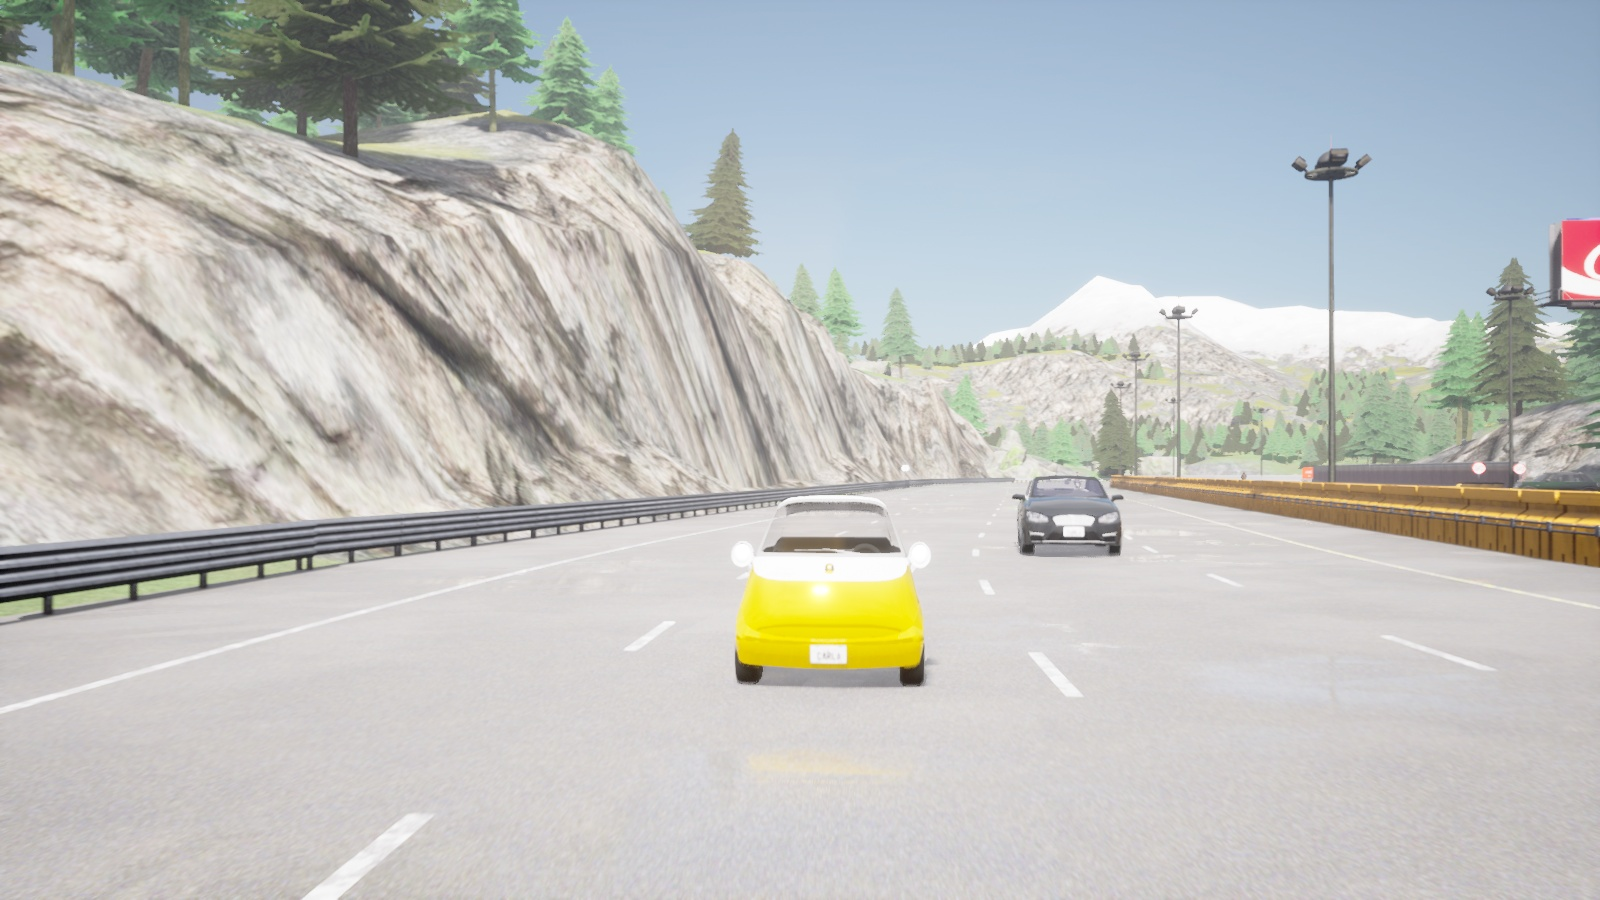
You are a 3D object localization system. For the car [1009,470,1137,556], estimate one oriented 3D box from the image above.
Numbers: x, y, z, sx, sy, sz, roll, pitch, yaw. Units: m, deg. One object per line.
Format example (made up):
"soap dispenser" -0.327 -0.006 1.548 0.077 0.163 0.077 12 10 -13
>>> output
"car" 5.259 1.165 24.793 2.128 1.511 4.902 0 -1 8

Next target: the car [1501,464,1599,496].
"car" 42.216 1.690 70.680 4.553 1.767 2.097 -1 -1 19

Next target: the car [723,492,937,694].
"car" 0.265 1.033 9.860 1.481 1.376 2.207 0 -1 3
